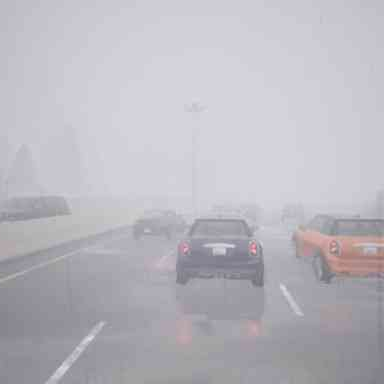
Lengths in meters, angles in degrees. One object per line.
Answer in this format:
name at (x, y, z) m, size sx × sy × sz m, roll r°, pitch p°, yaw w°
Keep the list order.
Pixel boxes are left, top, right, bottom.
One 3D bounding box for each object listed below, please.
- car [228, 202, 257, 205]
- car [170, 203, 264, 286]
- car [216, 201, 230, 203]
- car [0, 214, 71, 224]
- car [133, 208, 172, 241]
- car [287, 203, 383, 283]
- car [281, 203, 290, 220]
car at (4.658, 1.627, 27.459) m, size 2.033 × 1.411 × 5.357 m, roll 0°, pitch 0°, yaw 18°
car at (0.858, 1.377, 9.724) m, size 2.097 × 1.767 × 4.553 m, roll 0°, pitch 0°, yaw 6°
car at (3.262, 1.613, 33.767) m, size 1.812 × 1.442 × 4.674 m, roll 0°, pitch 0°, yaw 21°
car at (-8.732, 1.225, 17.895) m, size 2.150 × 2.045 × 5.566 m, roll 0°, pitch 0°, yaw 11°
car at (-1.581, 1.556, 17.031) m, size 1.812 × 1.442 × 4.674 m, roll 0°, pitch 0°, yaw 10°
car at (4.394, 1.392, 9.878) m, size 2.097 × 1.767 × 4.553 m, roll 0°, pitch 0°, yaw 6°
car at (8.718, 1.647, 28.583) m, size 2.033 × 1.411 × 5.357 m, roll 0°, pitch 0°, yaw 20°
